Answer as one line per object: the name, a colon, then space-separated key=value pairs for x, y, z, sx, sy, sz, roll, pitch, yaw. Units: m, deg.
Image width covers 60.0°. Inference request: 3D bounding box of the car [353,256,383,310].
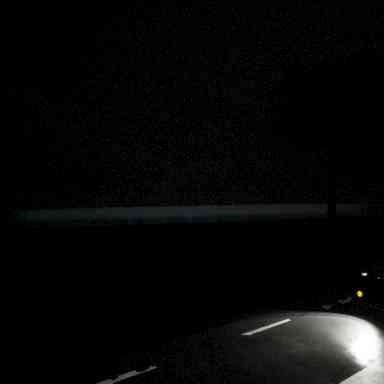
car: x=5.129 y=1.574 z=6.730 sx=4.181 sy=1.385 sz=1.994 roll=0 pitch=0 yaw=-35
